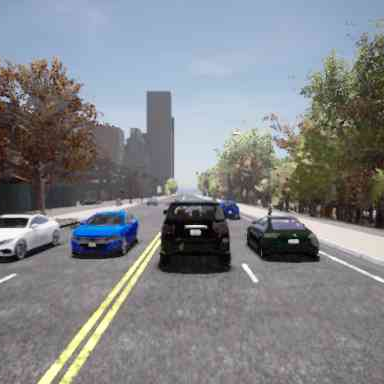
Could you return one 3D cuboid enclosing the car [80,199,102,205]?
[{"bbox_3d":[-20.694,2.020,68.078,4.313,1.339,1.947,-1,1,-1],"label":"car"}]

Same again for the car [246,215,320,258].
[{"bbox_3d":[3.350,1.602,12.986,1.994,1.385,4.181,0,0,0],"label":"car"}]

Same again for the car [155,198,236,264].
[{"bbox_3d":[0.100,1.257,12.151,2.150,2.045,5.566,0,0,0],"label":"car"}]

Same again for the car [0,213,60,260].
[{"bbox_3d":[-6.604,1.563,12.669,1.812,1.442,4.674,0,0,0],"label":"car"}]

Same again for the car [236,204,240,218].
[{"bbox_3d":[3.218,1.566,30.843,1.882,1.535,5.008,0,0,-1],"label":"car"}]

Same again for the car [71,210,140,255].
[{"bbox_3d":[-3.355,1.517,13.678,1.882,1.535,5.008,0,0,0],"label":"car"}]

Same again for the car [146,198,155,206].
[{"bbox_3d":[-7.108,1.725,60.214,2.033,1.411,5.357,0,0,-1],"label":"car"}]

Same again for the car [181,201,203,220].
[{"bbox_3d":[-0.027,1.614,30.428,1.812,1.442,4.674,0,0,-1],"label":"car"}]

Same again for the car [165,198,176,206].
[{"bbox_3d":[-3.858,1.781,60.265,1.895,1.301,4.718,0,0,-1],"label":"car"}]
